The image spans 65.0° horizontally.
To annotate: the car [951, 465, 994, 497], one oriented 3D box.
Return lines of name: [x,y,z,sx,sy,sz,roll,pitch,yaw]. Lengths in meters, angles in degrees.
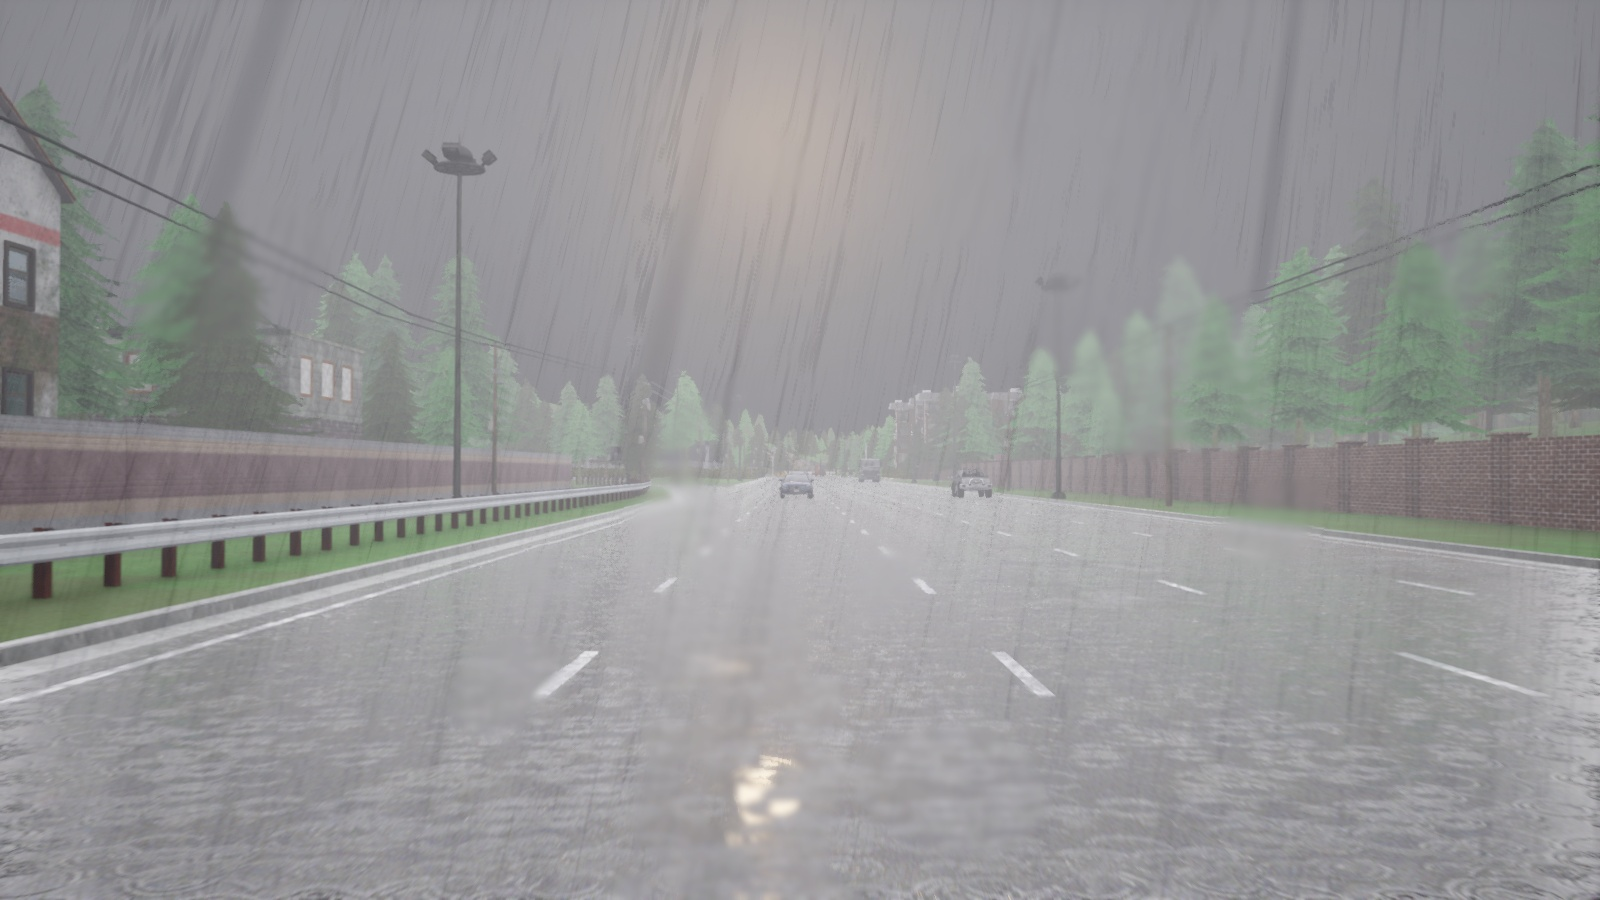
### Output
car: [10.315,1.853,75.447,1.932,1.855,4.605,0,-1,0]

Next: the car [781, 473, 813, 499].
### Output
car: [-0.175,2.049,72.172,1.812,1.442,4.674,0,-1,0]
